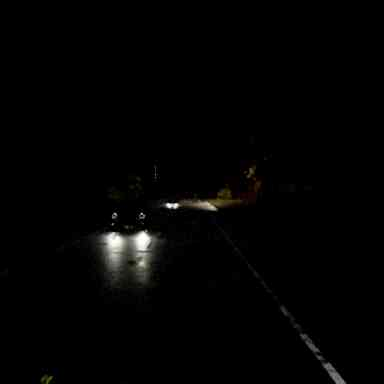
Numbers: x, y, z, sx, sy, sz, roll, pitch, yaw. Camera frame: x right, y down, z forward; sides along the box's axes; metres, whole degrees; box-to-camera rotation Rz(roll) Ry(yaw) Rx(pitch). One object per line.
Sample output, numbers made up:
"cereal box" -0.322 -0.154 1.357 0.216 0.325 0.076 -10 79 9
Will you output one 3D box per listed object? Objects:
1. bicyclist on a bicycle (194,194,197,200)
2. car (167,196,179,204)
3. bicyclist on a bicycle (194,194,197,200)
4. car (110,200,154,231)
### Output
"bicyclist on a bicycle" 0.975 1.264 84.085 0.659 1.776 1.843 0 0 0
"car" -3.522 1.437 61.980 2.128 1.511 4.902 0 0 1
"bicyclist on a bicycle" 0.977 1.320 92.817 0.582 1.620 1.656 0 0 0
"car" -3.596 1.349 20.619 2.097 1.767 4.553 0 0 0
